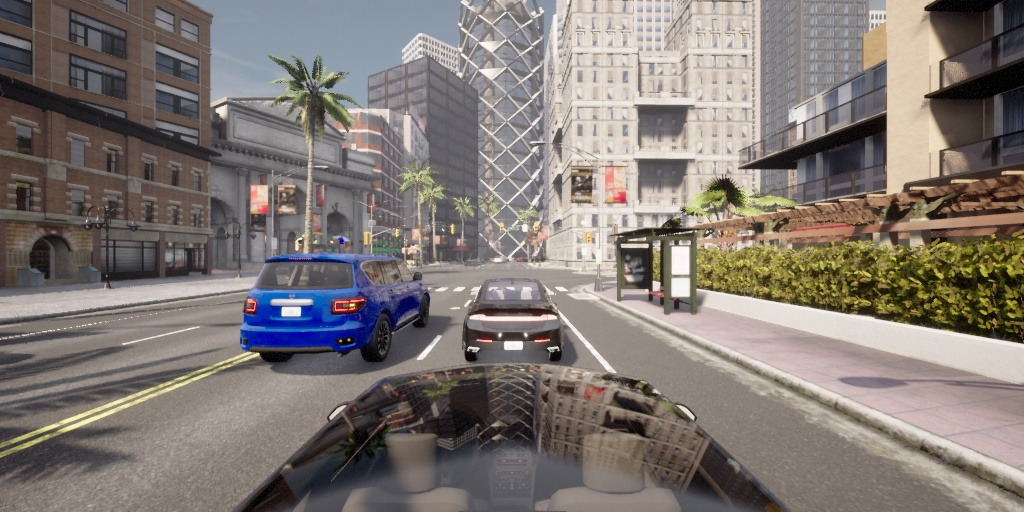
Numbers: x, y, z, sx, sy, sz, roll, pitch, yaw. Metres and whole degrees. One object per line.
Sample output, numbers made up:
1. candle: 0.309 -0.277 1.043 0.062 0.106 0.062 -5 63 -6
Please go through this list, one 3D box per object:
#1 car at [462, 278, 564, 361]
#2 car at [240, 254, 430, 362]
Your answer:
1. car: 0.014 1.242 8.246 2.128 1.511 4.902 0 0 0
2. car: -3.487 0.971 8.333 2.150 2.045 5.566 0 0 0
